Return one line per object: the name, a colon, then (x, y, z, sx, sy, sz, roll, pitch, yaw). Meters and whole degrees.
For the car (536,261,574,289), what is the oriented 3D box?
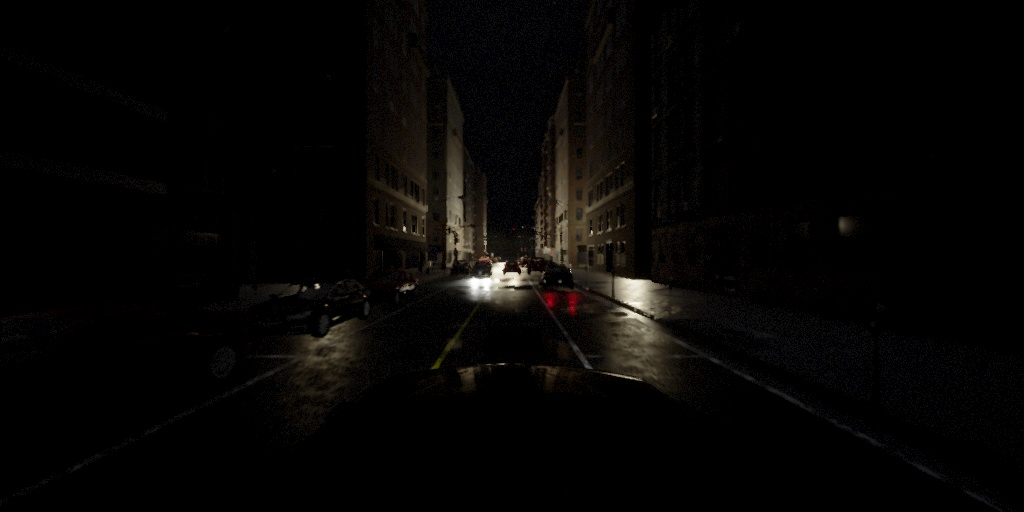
car: (2.749, 1.270, 22.782, 1.812, 1.442, 4.674, 0, 0, 0)

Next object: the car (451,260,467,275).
car: (-5.389, 1.176, 38.471, 1.967, 1.591, 4.097, 0, 0, 0)

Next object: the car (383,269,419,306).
car: (-5.388, 1.290, 15.742, 1.888, 1.381, 4.507, 0, 0, 0)

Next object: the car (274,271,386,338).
car: (-5.388, 1.298, 10.060, 2.007, 1.370, 4.403, 0, 0, 0)

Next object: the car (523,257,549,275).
car: (2.636, 1.051, 38.472, 2.192, 1.841, 5.009, 0, 0, 0)

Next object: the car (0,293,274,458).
car: (-5.388, 1.294, 4.377, 1.888, 1.381, 4.507, 0, 0, 0)

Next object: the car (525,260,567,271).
car: (4.743, 1.265, 49.984, 5.357, 1.411, 2.033, 0, 0, -18)

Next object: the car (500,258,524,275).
car: (0.007, 1.263, 37.822, 1.812, 1.442, 4.674, 0, 0, 0)

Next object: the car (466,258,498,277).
car: (-2.819, 1.230, 34.630, 2.128, 1.511, 4.902, 0, 0, 0)

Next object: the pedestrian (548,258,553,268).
pedestrian: (2.749, 1.036, 25.619, 0.375, 1.860, 0.375, 0, 0, 0)
